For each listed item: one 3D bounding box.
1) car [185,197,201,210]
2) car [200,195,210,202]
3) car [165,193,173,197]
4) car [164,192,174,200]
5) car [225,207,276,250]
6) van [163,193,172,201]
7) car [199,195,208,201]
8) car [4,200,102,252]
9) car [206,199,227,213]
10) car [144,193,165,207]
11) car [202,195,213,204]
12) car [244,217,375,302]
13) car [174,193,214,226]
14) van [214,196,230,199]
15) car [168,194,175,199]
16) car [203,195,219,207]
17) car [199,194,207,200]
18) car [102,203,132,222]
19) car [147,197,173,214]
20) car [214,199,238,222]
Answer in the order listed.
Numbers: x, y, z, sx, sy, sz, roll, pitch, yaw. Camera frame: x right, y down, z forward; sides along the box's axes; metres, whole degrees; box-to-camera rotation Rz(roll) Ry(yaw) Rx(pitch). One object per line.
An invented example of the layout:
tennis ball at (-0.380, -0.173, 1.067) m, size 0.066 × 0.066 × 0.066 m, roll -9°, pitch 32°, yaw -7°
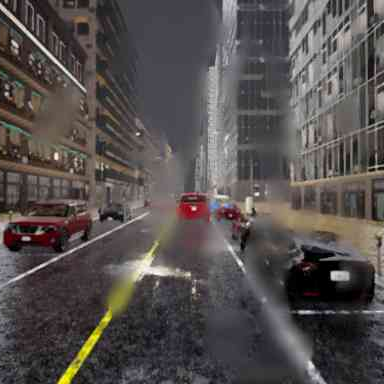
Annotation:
car at (0.100, 1.382, 40.984) m, size 1.837 × 1.490 × 4.892 m, roll 0°, pitch 0°, yaw 0°
car at (2.671, 1.338, 70.753) m, size 2.008 × 1.369 × 4.403 m, roll 1°, pitch 0°, yaw 0°
car at (-5.674, 1.226, 70.878) m, size 1.967 × 1.590 × 4.097 m, roll 1°, pitch 0°, yaw 0°
car at (-5.671, 1.066, 82.273) m, size 2.192 × 1.841 × 5.009 m, roll 1°, pitch 0°, yaw 0°
car at (2.672, 1.527, 13.776) m, size 1.947 × 1.339 × 4.313 m, roll 1°, pitch 0°, yaw 0°
van at (-5.671, 1.110, 76.576) m, size 1.690 × 1.788 × 3.998 m, roll 1°, pitch 0°, yaw 0°
car at (2.671, 1.314, 76.451) m, size 1.887 × 1.381 × 4.507 m, roll 1°, pitch 0°, yaw 0°
car at (-5.670, 1.275, 13.900) m, size 2.192 × 1.841 × 5.009 m, roll 1°, pitch 0°, yaw 0°
car at (2.671, 1.458, 36.566) m, size 1.947 × 1.339 × 4.313 m, roll 1°, pitch 0°, yaw 0°
car at (-5.671, 1.171, 48.087) m, size 2.192 × 1.841 × 5.009 m, roll 1°, pitch 0°, yaw 0°
car at (2.672, 1.347, 59.528) m, size 1.752 × 1.417 × 4.829 m, roll 1°, pitch 0°, yaw 0°
car at (2.672, 1.543, 8.078) m, size 1.947 × 1.339 × 4.313 m, roll 1°, pitch 0°, yaw 0°
car at (0.101, 1.148, 22.774) m, size 2.150 × 2.045 × 5.566 m, roll 0°, pitch -1°, yaw -1°
van at (2.676, 1.250, 30.868) m, size 1.690 × 1.788 × 3.998 m, roll 1°, pitch 0°, yaw 0°
car at (-5.676, 1.243, 93.499) m, size 1.752 × 1.417 × 4.829 m, roll 1°, pitch 0°, yaw 0°
car at (2.674, 1.297, 47.962) m, size 1.967 × 1.590 × 4.097 m, roll 1°, pitch 0°, yaw 0°
car at (2.671, 1.277, 82.319) m, size 1.752 × 1.417 × 4.829 m, roll 1°, pitch 0°, yaw 0°
car at (-5.676, 1.491, 25.297) m, size 1.947 × 1.339 × 4.313 m, roll 1°, pitch 0°, yaw 0°
car at (-3.097, 1.500, 33.800) m, size 1.895 × 1.301 × 4.718 m, roll 0°, pitch 0°, yaw 0°
car at (2.672, 1.471, 25.171) m, size 1.887 × 1.381 × 4.507 m, roll 1°, pitch 0°, yaw 0°
